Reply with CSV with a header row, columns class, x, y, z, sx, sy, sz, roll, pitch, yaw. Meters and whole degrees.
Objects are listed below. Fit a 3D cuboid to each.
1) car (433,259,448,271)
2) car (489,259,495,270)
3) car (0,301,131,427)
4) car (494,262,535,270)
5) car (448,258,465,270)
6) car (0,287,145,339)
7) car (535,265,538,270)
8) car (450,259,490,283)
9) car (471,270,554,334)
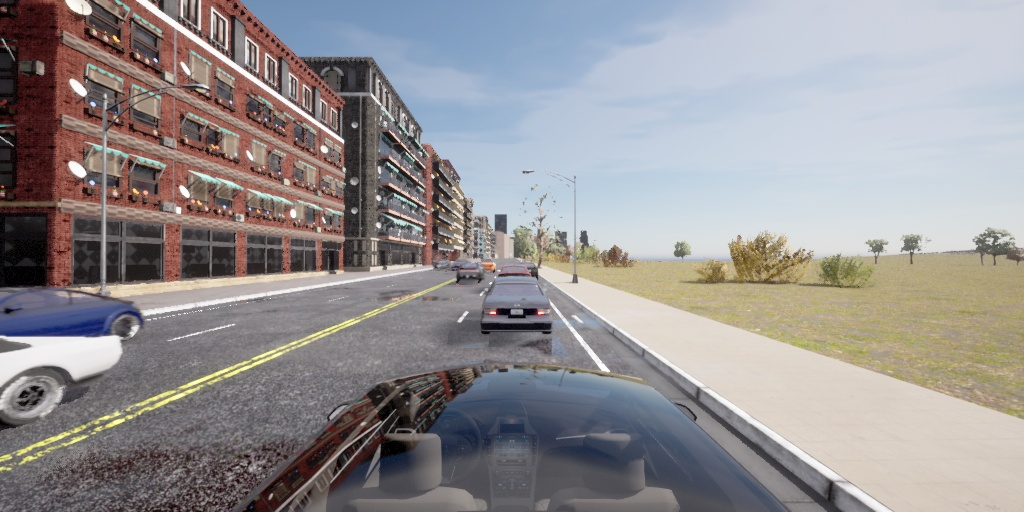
class,x,y,z,sx,sy,sz,roll,pitch,yaw
car,-9.753,1.244,50.379,2.128,1.511,4.902,0,0,0
car,-3.065,1.105,44.462,2.097,1.767,4.553,0,0,-1
car,-6.600,1.351,2.918,1.895,1.301,4.718,0,0,0
car,0.139,1.230,21.085,1.882,1.535,5.008,0,0,0
car,-6.514,1.105,46.358,2.097,1.767,4.553,0,0,0
car,-9.843,1.315,6.865,1.994,1.385,4.181,0,0,0
car,1.192,1.231,30.522,1.882,1.535,5.008,0,0,0
car,-3.101,1.244,27.667,2.128,1.511,4.902,0,0,0
car,0.115,1.299,10.545,2.033,1.411,5.357,0,0,0
